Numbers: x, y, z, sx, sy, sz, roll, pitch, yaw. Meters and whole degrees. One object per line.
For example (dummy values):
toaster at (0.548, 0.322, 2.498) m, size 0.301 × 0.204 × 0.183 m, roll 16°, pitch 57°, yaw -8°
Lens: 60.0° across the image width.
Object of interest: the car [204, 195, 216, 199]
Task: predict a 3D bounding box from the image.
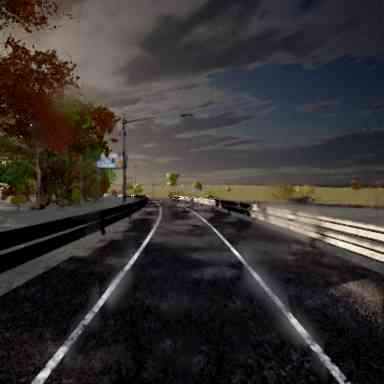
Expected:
car at (4.431, 1.518, 84.584) m, size 1.994 × 1.385 × 4.181 m, roll 0°, pitch 0°, yaw -24°

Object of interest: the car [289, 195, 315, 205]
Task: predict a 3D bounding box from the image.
car at (17.878, 1.296, 54.385) m, size 2.128 × 1.511 × 4.902 m, roll 0°, pitch 0°, yaw -24°
